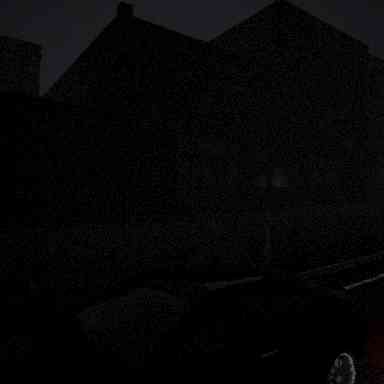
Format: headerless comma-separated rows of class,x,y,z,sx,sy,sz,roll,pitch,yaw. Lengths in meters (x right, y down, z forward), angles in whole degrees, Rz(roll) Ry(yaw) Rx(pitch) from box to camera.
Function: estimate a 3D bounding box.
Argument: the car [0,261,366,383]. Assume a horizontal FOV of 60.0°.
car,-0.071,1.528,3.328,4.674,1.442,1.812,-1,0,-35
